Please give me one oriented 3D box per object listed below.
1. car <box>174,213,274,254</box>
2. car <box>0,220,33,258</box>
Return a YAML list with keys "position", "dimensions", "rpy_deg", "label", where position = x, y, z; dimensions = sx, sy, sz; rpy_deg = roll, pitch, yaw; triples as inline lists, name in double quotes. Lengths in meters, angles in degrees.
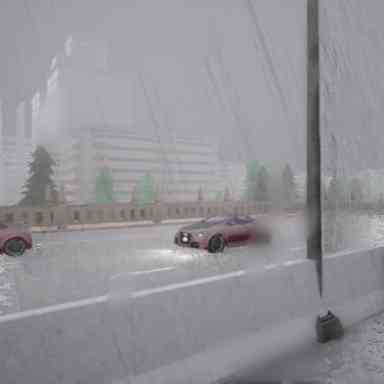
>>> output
- position: [1.371, 1.574, 13.566]
  dimensions: [4.181, 1.385, 1.994]
  rpy_deg: [0, 0, -35]
  label: "car"
- position: [-7.740, 1.567, 11.368]
  dimensions: [4.181, 1.385, 1.994]
  rpy_deg: [0, 0, -35]
  label: "car"
